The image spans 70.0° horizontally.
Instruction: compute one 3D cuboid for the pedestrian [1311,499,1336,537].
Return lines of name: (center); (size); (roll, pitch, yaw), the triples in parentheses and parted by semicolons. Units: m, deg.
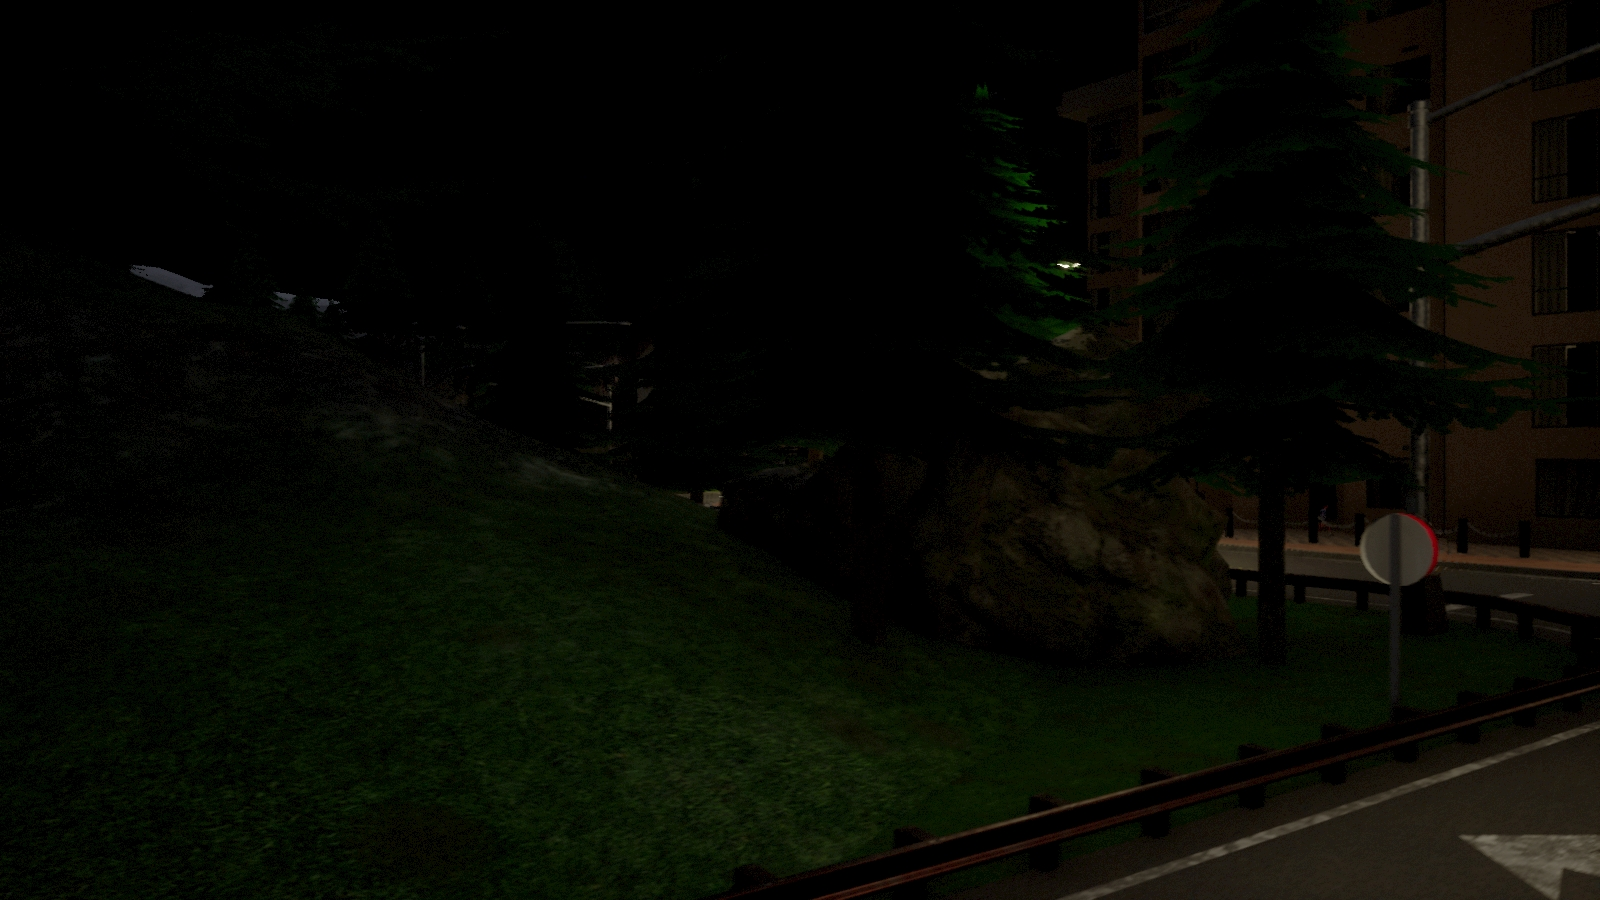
pedestrian: (15.836, 2.055, 34.556); (0.500, 1.100, 0.500); (0, 0, -34)
